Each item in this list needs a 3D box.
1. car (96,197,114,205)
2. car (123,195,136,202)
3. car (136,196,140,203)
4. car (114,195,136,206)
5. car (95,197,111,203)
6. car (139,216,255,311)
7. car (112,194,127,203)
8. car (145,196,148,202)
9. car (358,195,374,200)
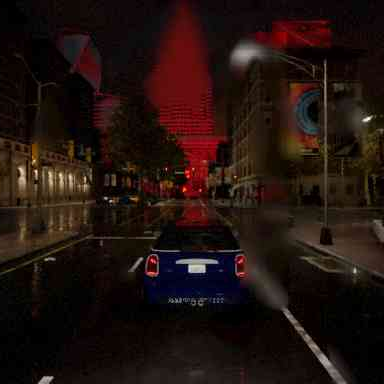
[{"bbox_3d":[-14.873,1.547,57.912,2.033,1.411,5.357,0,0,0],"label":"car"},{"bbox_3d":[-14.723,1.525,78.423,2.128,1.511,4.902,0,0,0],"label":"car"},{"bbox_3d":[-11.296,1.478,65.885,1.882,1.535,5.008,0,0,1],"label":"car"},{"bbox_3d":[-11.383,1.526,56.738,1.812,1.442,4.674,0,0,0],"label":"car"},{"bbox_3d":[-18.012,1.595,67.415,1.895,1.301,4.718,0,0,0],"label":"car"},{"bbox_3d":[0.102,1.352,7.902,2.097,1.767,4.553,0,0,0],"label":"car"},{"bbox_3d":[-14.760,1.352,68.022,2.097,1.767,4.553,0,0,0],"label":"car"},{"bbox_3d":[-11.232,1.553,75.758,1.994,1.385,4.181,0,0,0],"label":"car"},{"bbox_3d":[34.687,1.481,68.621,2.231,1.521,4.892,0,0,0],"label":"car"}]
